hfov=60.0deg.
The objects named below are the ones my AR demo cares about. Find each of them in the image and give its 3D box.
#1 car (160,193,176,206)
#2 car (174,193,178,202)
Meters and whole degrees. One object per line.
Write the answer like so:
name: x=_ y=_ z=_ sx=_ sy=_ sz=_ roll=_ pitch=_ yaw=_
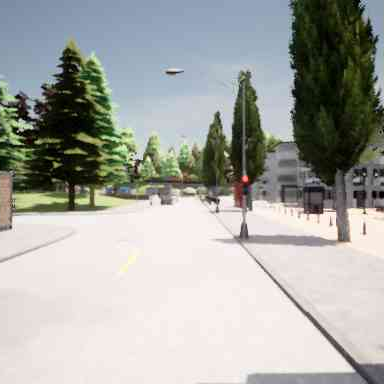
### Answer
car: x=-4.058 y=1.398 z=53.463 sx=1.837 sy=1.490 sz=4.892 roll=0 pitch=0 yaw=0
car: x=-3.979 y=1.306 z=69.127 sx=2.150 sy=2.045 sz=5.566 roll=0 pitch=0 yaw=0
